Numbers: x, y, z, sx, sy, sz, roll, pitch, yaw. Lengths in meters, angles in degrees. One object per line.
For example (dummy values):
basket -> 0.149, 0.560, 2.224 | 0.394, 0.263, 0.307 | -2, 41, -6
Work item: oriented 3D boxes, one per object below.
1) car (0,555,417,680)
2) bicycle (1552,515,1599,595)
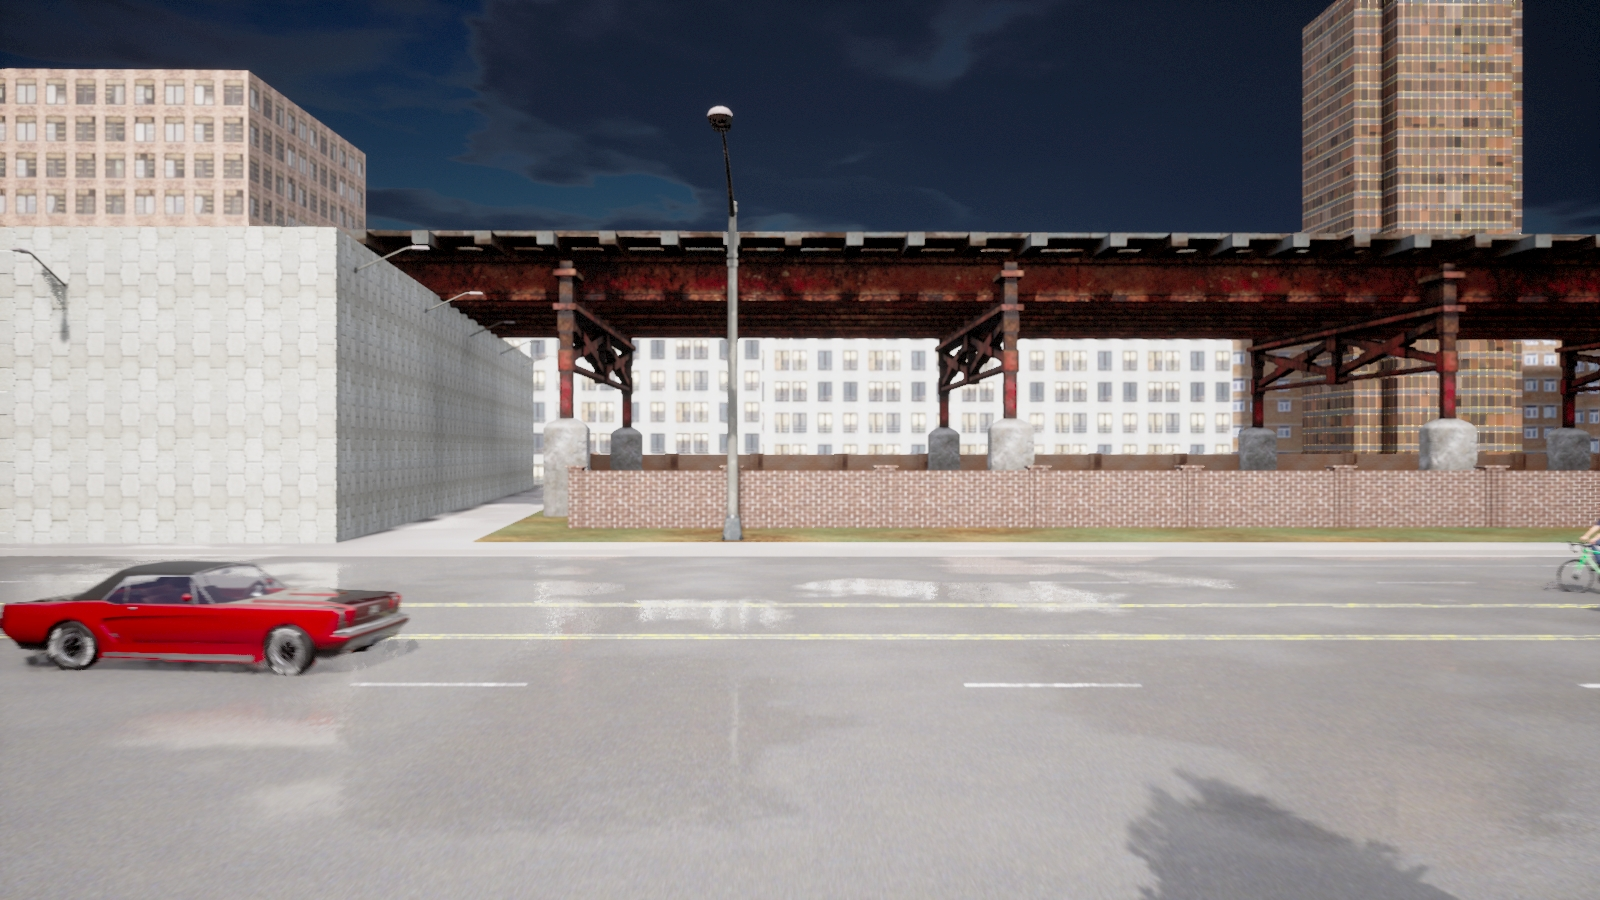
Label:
car -> -7.764, 2.155, 15.167 | 4.718, 1.301, 1.895 | 0, 0, 6
bicycle -> 15.577, 2.043, 22.233 | 1.643, 1.521, 0.373 | 0, 0, 1
